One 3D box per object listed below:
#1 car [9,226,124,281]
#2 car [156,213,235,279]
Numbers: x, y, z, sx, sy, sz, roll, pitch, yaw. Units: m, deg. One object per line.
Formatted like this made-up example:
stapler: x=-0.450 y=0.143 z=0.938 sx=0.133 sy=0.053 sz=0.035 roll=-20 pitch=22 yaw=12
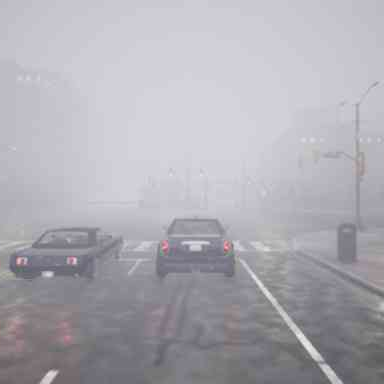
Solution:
car: x=-3.422 y=1.703 z=10.169 sx=1.895 sy=1.301 sz=4.718 roll=0 pitch=-1 yaw=0
car: x=0.128 y=1.456 z=10.604 sx=2.097 sy=1.767 sz=4.553 roll=0 pitch=-1 yaw=1
